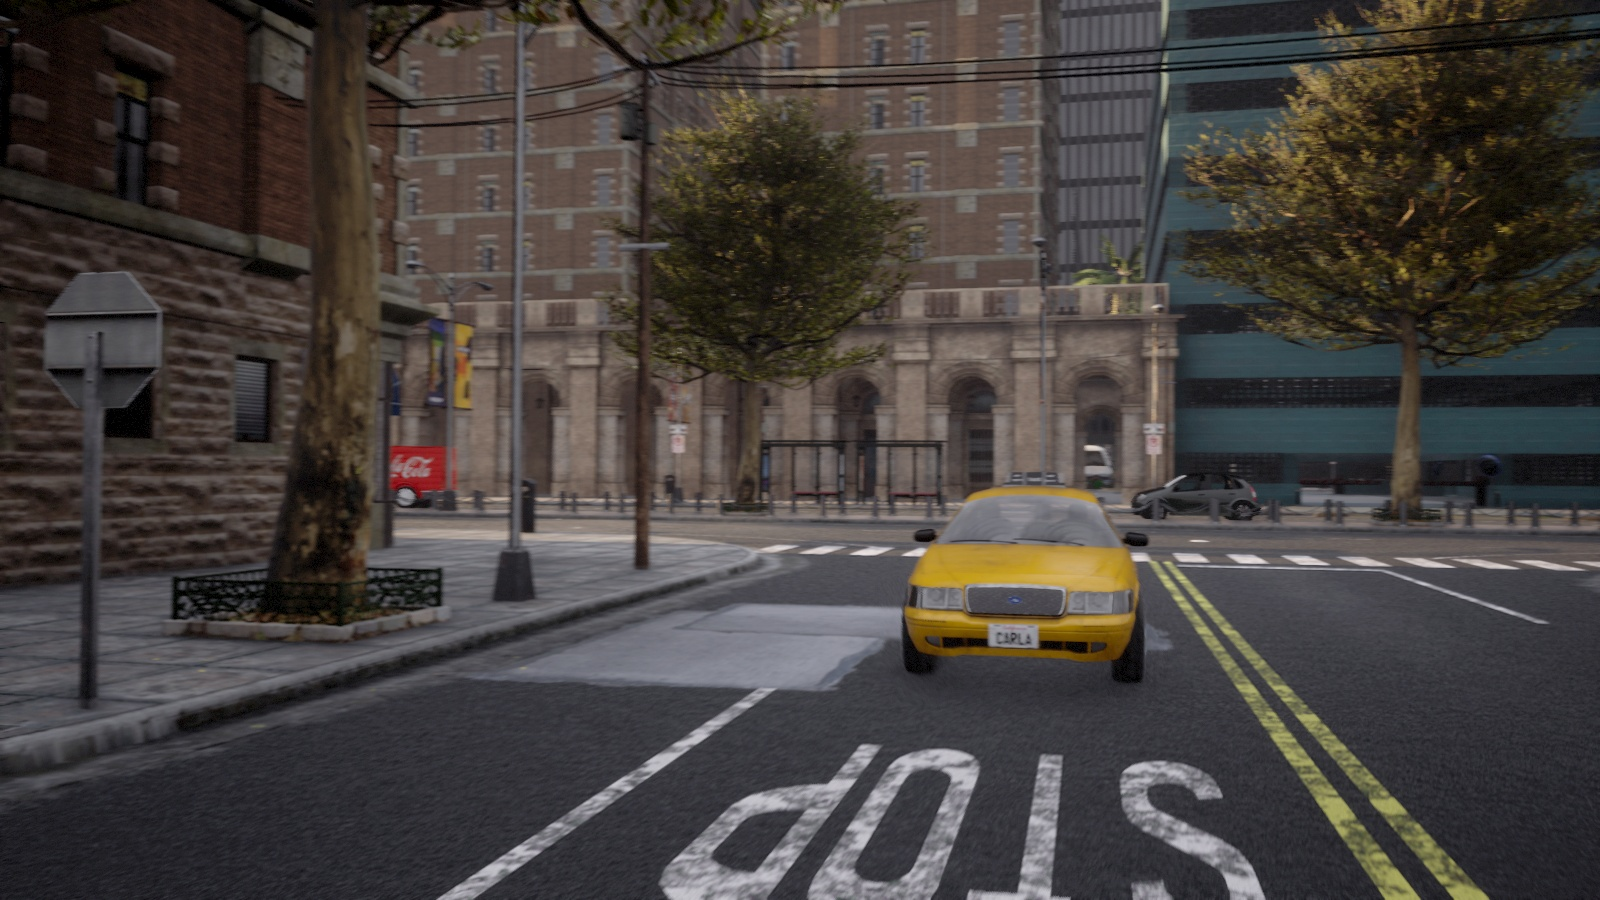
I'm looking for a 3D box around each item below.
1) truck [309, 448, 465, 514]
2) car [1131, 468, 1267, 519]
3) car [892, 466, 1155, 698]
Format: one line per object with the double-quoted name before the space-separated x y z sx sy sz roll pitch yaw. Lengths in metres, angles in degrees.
"truck" -16.036 1.196 49.035 5.204 2.467 2.627 0 -1 0
"car" 13.019 1.411 41.190 3.988 1.617 1.851 0 -1 9
"car" 2.163 0.949 11.368 1.801 1.575 5.366 0 -1 13
